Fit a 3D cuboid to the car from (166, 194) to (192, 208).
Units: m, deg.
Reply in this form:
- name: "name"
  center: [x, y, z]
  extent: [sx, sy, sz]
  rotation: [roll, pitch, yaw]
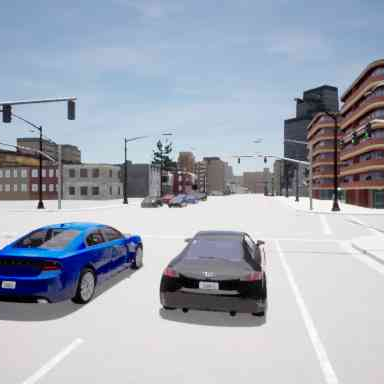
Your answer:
- name: "car"
  center: [-1.921, 1.409, 46.879]
  extent: [2.033, 1.411, 5.357]
  rotation: [0, 1, 11]

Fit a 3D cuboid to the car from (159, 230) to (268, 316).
- name: "car"
  center: [0.690, 1.564, 7.630]
  extent: [1.994, 1.385, 4.181]
  rotation: [0, 0, 12]

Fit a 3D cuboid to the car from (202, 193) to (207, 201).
- name: "car"
  center: [1.872, 1.052, 66.107]
  extent: [1.837, 1.490, 4.892]
  rotation: [0, 1, 12]

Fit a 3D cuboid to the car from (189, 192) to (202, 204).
- name: "car"
  center: [-0.087, 1.249, 56.284]
  extent: [1.812, 1.442, 4.674]
  rotation: [0, 1, 11]

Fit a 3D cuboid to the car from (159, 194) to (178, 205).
- name: "car"
  center: [-3.795, 1.226, 55.468]
  extent: [1.882, 1.535, 5.008]
  rotation: [0, 1, 11]

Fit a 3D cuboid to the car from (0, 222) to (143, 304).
- name: "car"
  center: [-2.747, 1.478, 8.276]
  extent: [1.882, 1.535, 5.008]
  rotation: [0, 0, 11]

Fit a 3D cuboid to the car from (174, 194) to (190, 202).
- name: "car"
  center: [-1.889, 1.125, 65.119]
  extent: [2.033, 1.411, 5.357]
  rotation: [0, 1, 11]

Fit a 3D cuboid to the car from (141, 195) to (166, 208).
- name: "car"
  center: [-5.557, 1.230, 46.502]
  extent: [2.097, 1.767, 4.553]
  rotation: [0, 1, 11]

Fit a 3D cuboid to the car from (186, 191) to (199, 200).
- name: "car"
  center: [0.054, 0.752, 74.923]
  extent: [2.097, 1.767, 4.553]
  rotation: [0, 1, 11]
